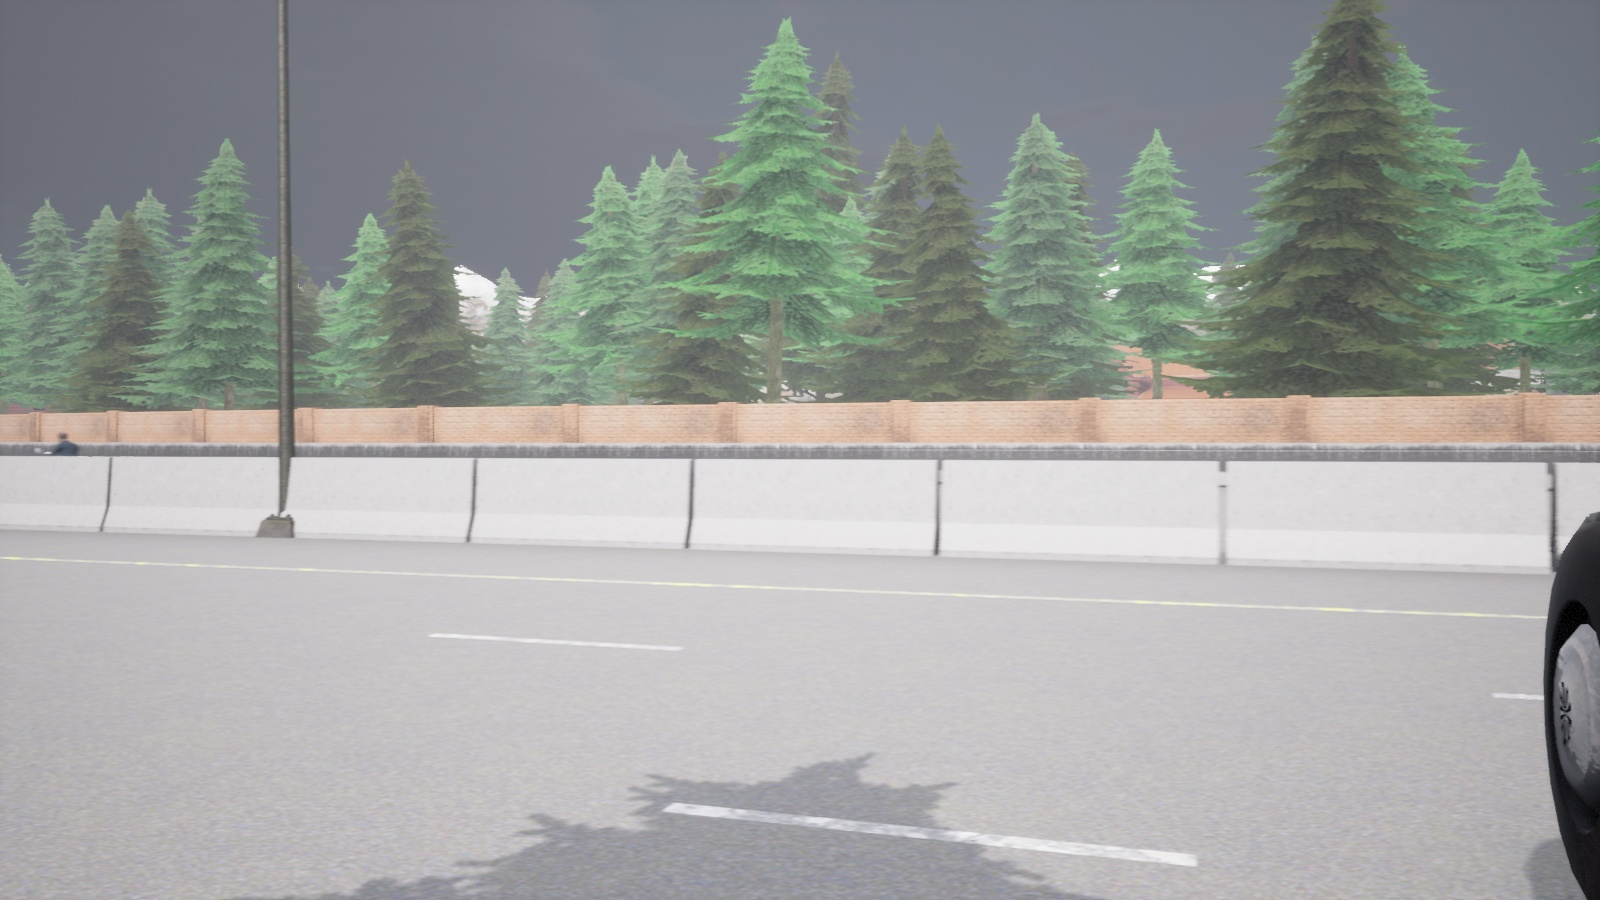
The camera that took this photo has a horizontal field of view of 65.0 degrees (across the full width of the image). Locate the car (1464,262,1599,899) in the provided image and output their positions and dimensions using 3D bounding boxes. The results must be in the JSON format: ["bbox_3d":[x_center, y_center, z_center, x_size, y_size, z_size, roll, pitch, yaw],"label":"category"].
[{"bbox_3d":[3.419,0.603,2.040,3.866,1.878,1.905,1,1,19],"label":"car"}]
